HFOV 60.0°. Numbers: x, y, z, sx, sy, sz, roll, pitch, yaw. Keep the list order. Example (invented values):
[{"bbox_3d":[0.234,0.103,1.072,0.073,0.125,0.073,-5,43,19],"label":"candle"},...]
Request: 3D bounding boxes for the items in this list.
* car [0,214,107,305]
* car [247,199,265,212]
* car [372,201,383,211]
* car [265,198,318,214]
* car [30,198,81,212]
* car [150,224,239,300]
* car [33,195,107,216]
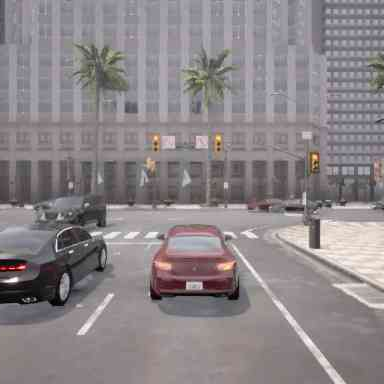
[{"bbox_3d":[-3.440,1.505,8.042,1.837,1.490,4.892,0,0,0],"label":"car"},{"bbox_3d":[8.850,1.477,38.091,5.008,1.535,1.882,0,0,0],"label":"car"},{"bbox_3d":[23.220,1.490,38.076,4.902,1.511,2.128,0,0,0],"label":"car"},{"bbox_3d":[10.529,1.492,34.536,4.902,1.511,2.128,0,0,-1],"label":"car"},{"bbox_3d":[-15.569,1.491,38.111,4.902,1.511,2.128,0,0,0],"label":"car"},{"bbox_3d":[0.069,1.526,8.296,1.812,1.442,4.674,0,0,1],"label":"car"},{"bbox_3d":[-6.860,1.221,19.570,2.150,2.045,5.566,-1,0,7],"label":"car"}]
